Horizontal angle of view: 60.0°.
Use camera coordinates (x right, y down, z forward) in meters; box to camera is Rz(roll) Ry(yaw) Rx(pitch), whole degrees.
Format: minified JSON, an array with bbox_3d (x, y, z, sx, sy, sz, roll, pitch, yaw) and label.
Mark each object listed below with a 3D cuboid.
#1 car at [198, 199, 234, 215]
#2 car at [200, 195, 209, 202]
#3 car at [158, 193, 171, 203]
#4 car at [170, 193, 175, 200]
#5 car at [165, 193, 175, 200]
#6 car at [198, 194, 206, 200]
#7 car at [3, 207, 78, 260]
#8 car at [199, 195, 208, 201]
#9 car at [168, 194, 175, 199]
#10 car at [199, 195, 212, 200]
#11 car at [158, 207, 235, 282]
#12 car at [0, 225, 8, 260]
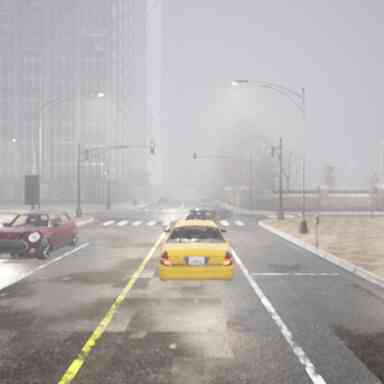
[{"bbox_3d":[1.532,1.508,24.967,2.033,1.411,5.357,0,0,25],"label":"car"},{"bbox_3d":[2.710,1.416,72.283,1.887,1.381,4.507,0,0,0],"label":"car"},{"bbox_3d":[-5.818,1.449,66.669,1.947,1.339,4.313,0,0,0],"label":"car"},{"bbox_3d":[-5.813,1.279,83.353,1.967,1.590,4.097,0,0,0],"label":"car"},{"bbox_3d":[-5.811,1.134,88.912,2.192,1.841,5.009,0,0,0],"label":"car"},{"bbox_3d":[2.714,1.364,88.965,1.887,1.381,4.507,0,0,0],"label":"car"},{"bbox_3d":[-5.686,1.426,12.146,1.967,1.590,4.097,0,0,0],"label":"car"},{"bbox_3d":[2.711,1.407,77.843,2.008,1.369,4.403,0,0,0],"label":"car"},{"bbox_3d":[-5.810,1.362,94.474,1.947,1.339,4.313,0,0,0],"label":"car"},{"bbox_3d":[2.767,1.460,61.168,1.947,1.339,4.313,0,0,0],"label":"car"},{"bbox_3d":[0.102,1.446,9.671,1.801,1.575,5.366,0,0,0],"label":"car"},{"bbox_3d":[-5.688,1.576,6.454,1.802,1.307,4.206,0,0,0],"label":"car"}]
